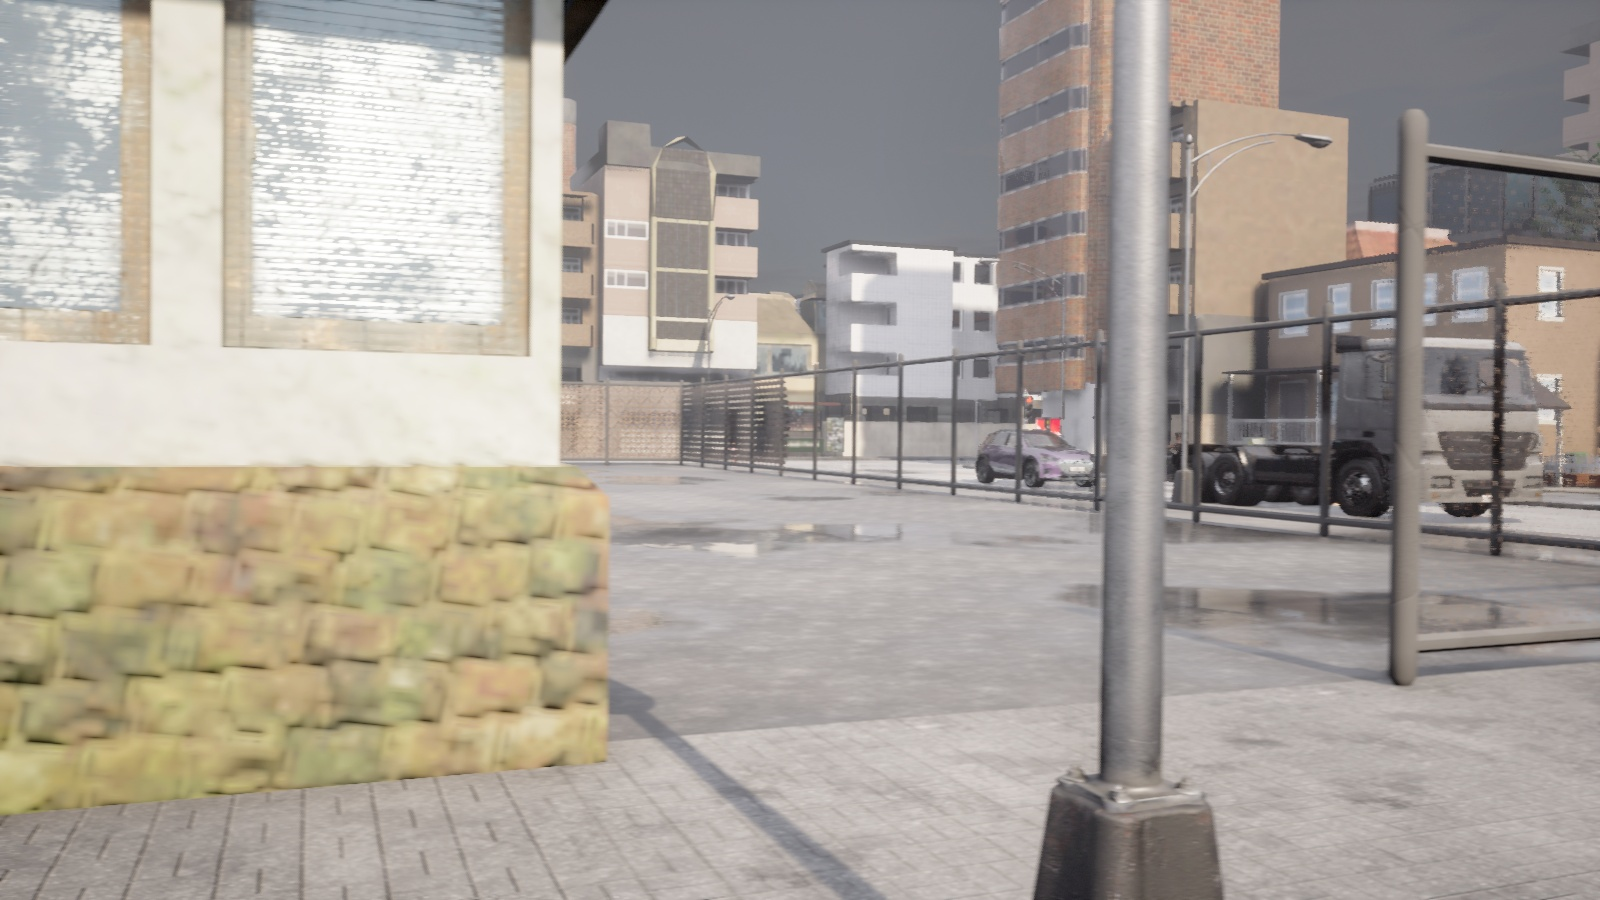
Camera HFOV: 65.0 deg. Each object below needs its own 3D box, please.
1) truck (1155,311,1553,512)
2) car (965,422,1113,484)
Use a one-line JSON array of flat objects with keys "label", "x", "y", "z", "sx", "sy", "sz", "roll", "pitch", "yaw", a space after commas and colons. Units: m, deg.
[{"label": "truck", "x": 10.884, "y": -0.721, "z": 25.846, "sx": 2.891, "sy": 3.462, "sz": 7.936, "roll": -1, "pitch": 1, "yaw": -18}, {"label": "car", "x": 6.802, "y": 0.065, "z": 36.341, "sx": 2.033, "sy": 1.649, "sz": 4.856, "roll": -1, "pitch": 1, "yaw": -19}]
